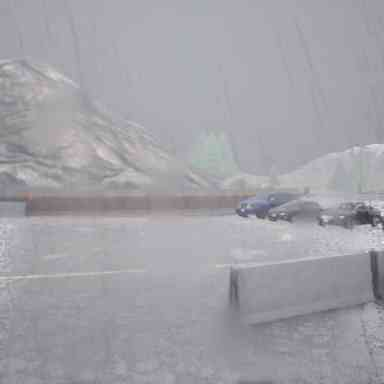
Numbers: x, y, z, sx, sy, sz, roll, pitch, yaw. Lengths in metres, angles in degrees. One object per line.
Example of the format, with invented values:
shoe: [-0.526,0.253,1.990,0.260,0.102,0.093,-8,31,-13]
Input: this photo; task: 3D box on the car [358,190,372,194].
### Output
car: [42.818,0.481,85.170,2.128,1.511,4.902,0,1,-9]

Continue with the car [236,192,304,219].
car: [6.021,1.040,26.223,5.566,2.045,2.150,1,0,-36]

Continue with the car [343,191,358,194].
car: [39.353,0.545,84.674,1.895,1.301,4.718,0,1,-9]

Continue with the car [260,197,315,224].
car: [7.291,1.335,22.892,4.892,1.490,1.837,1,0,-35]

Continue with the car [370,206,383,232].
car: [11.912,1.462,17.584,4.902,1.511,2.128,1,1,-35]

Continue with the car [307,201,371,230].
car: [9.609,1.389,20.236,4.902,1.511,2.128,1,1,-35]

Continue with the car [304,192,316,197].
car: [28.974,0.618,83.079,1.837,1.490,4.892,0,1,-9]
